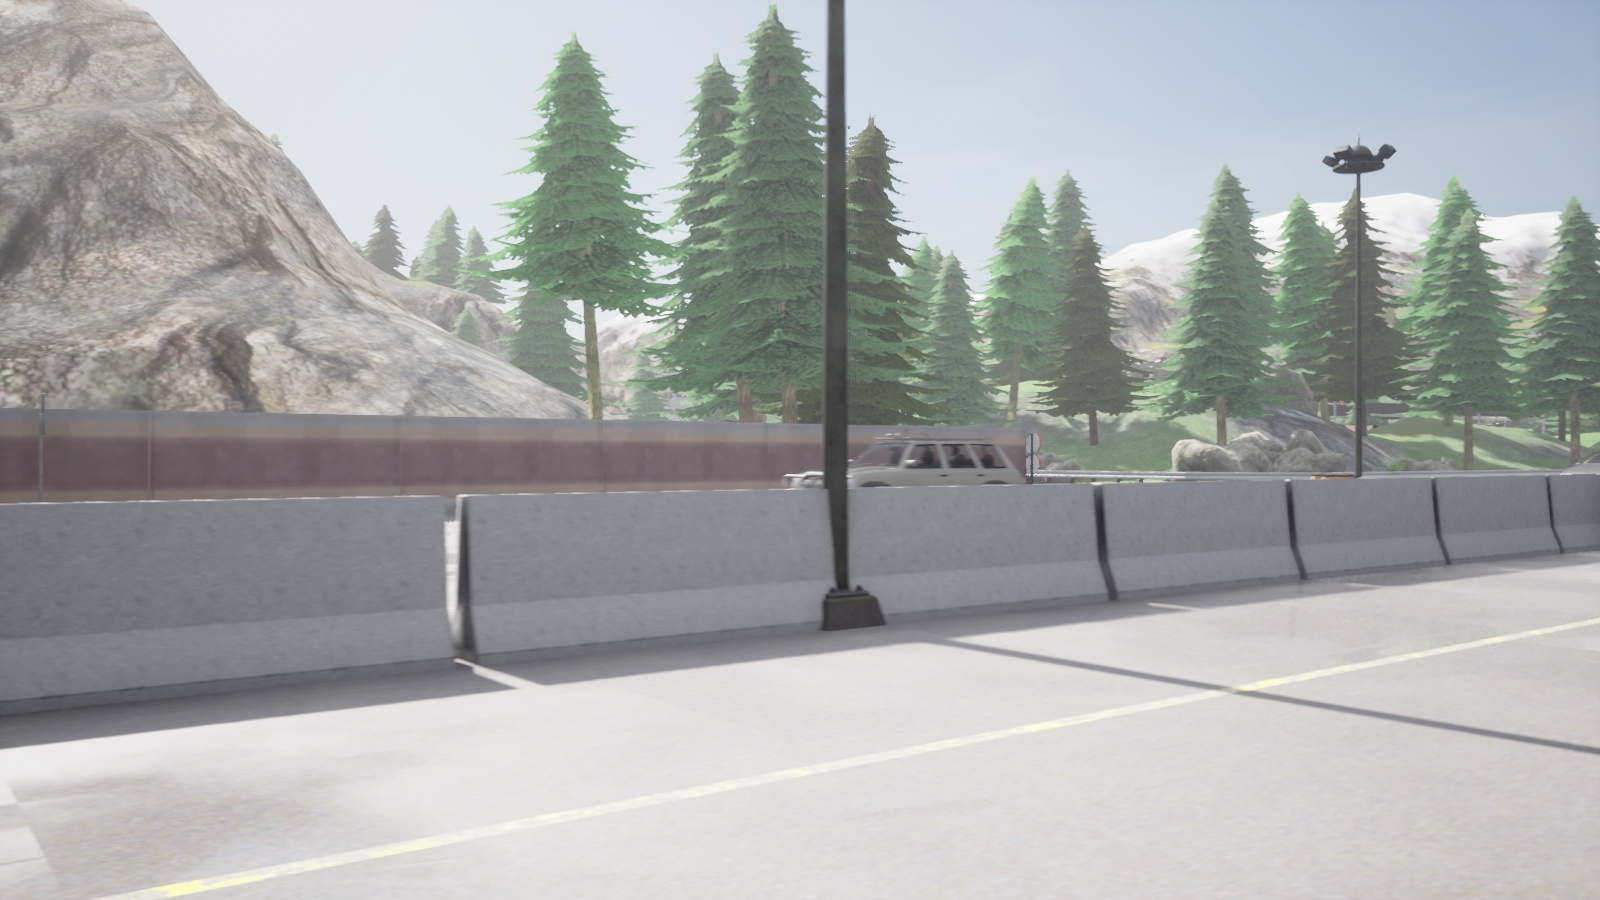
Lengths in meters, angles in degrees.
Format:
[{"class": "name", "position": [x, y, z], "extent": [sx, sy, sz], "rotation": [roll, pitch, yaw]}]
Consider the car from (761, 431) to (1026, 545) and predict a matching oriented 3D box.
[{"class": "car", "position": [1.739, 0.626, 22.522], "extent": [4.605, 1.855, 1.932], "rotation": [0, 0, -37]}]

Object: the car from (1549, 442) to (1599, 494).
[{"class": "car", "position": [27.077, 0.585, 41.599], "extent": [5.027, 1.651, 2.152], "rotation": [0, 0, -37]}]
